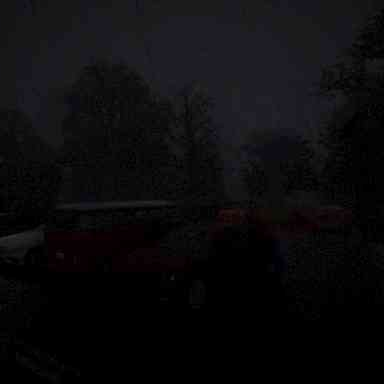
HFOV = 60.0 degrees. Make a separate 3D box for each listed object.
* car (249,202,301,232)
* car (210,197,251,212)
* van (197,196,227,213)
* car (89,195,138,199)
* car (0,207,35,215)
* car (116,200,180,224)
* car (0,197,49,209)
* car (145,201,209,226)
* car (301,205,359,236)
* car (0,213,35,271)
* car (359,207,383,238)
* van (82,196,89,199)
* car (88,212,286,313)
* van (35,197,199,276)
[{"bbox_3d":[5.681,1.490,20.268,2.097,1.535,5.008,0,0,36],"label":"car"},{"bbox_3d":[3.512,1.371,21.785,2.185,1.767,4.553,0,0,36],"label":"car"},{"bbox_3d":[1.345,1.276,23.515,1.878,1.987,4.442,0,0,36],"label":"van"},{"bbox_3d":[-5.467,1.276,28.271,2.435,2.045,5.566,-1,0,36],"label":"car"},{"bbox_3d":[-6.474,1.533,12.919,2.163,1.488,4.792,0,0,36],"label":"car"},{"bbox_3d":[-3.337,1.513,26.488,1.946,1.575,5.366,0,0,36],"label":"car"},{"bbox_3d":[-8.767,1.258,14.486,2.435,2.045,5.566,0,0,36],"label":"car"},{"bbox_3d":[-0.981,1.509,25.025,2.231,1.521,4.892,0,0,36],"label":"car"},{"bbox_3d":[8.037,1.484,18.585,2.097,1.535,5.008,0,0,36],"label":"car"},{"bbox_3d":[-4.231,1.537,11.284,2.002,1.452,4.674,0,0,36],"label":"car"},{"bbox_3d":[10.291,1.480,16.975,2.231,1.521,4.892,0,0,36],"label":"car"},{"bbox_3d":[-7.768,1.325,30.025,1.878,1.987,4.442,-1,0,36],"label":"van"},{"bbox_3d":[0.289,1.485,8.059,2.097,1.535,5.008,0,0,36],"label":"car"},{"bbox_3d":[-1.906,1.266,9.763,1.878,1.987,4.442,0,0,36],"label":"van"}]
